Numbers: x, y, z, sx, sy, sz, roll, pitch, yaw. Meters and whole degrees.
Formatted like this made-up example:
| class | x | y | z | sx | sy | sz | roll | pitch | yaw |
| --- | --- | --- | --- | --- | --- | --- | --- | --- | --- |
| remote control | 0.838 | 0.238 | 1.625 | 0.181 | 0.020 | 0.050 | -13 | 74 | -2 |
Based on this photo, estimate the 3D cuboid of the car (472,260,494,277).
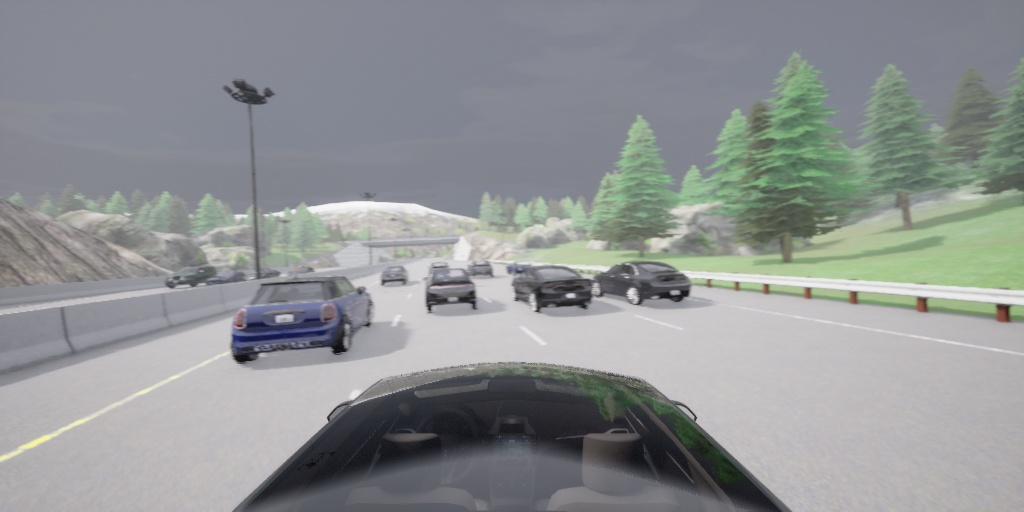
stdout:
| class | x | y | z | sx | sy | sz | roll | pitch | yaw |
| --- | --- | --- | --- | --- | --- | --- | --- | --- | --- |
| car | -2.863 | 1.123 | 32.016 | 2.128 | 1.511 | 4.902 | -3 | 0 | -13 |

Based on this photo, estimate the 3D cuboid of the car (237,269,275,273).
| class | x | y | z | sx | sy | sz | roll | pitch | yaw |
| --- | --- | --- | --- | --- | --- | --- | --- | --- | --- |
| car | -25.600 | 2.087 | 36.992 | 2.128 | 1.511 | 4.902 | -3 | 0 | -12 |

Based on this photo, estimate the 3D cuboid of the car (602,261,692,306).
| class | x | y | z | sx | sy | sz | roll | pitch | yaw |
| --- | --- | --- | --- | --- | --- | --- | --- | --- | --- |
| car | 4.754 | 0.946 | 13.939 | 1.837 | 1.490 | 4.892 | -3 | 0 | -12 |

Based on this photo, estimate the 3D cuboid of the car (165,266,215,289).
| class | x | y | z | sx | sy | sz | roll | pitch | yaw |
| --- | --- | --- | --- | --- | --- | --- | --- | --- | --- |
| car | -32.750 | 2.128 | 36.937 | 2.150 | 2.045 | 5.566 | -3 | 0 | -13 |

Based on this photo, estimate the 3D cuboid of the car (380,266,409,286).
| class | x | y | z | sx | sy | sz | roll | pitch | yaw |
| --- | --- | --- | --- | --- | --- | --- | --- | --- | --- |
| car | -9.218 | 1.488 | 28.407 | 2.033 | 1.411 | 5.357 | -3 | 0 | -13 |

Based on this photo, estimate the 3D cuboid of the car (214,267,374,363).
| class | x | y | z | sx | sy | sz | roll | pitch | yaw |
| --- | --- | --- | --- | --- | --- | --- | --- | --- | --- |
| car | -4.944 | 1.259 | 9.154 | 2.097 | 1.767 | 4.553 | -3 | 0 | -12 |

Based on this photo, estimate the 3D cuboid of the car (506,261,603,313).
| class | x | y | z | sx | sy | sz | roll | pitch | yaw |
| --- | --- | --- | --- | --- | --- | --- | --- | --- | --- |
| car | 1.278 | 1.076 | 13.468 | 1.882 | 1.535 | 5.008 | -3 | 0 | -12 |

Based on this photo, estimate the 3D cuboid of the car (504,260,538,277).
| class | x | y | z | sx | sy | sz | roll | pitch | yaw |
| --- | --- | --- | --- | --- | --- | --- | --- | --- | --- |
| car | 0.736 | 1.074 | 31.973 | 1.895 | 1.301 | 4.718 | -3 | 0 | -13 |

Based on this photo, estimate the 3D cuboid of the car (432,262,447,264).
| class | x | y | z | sx | sy | sz | roll | pitch | yaw |
| --- | --- | --- | --- | --- | --- | --- | --- | --- | --- |
| car | -6.485 | 1.281 | 32.192 | 2.128 | 1.511 | 4.902 | -3 | 0 | -13 |

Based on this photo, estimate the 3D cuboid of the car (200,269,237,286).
| class | x | y | z | sx | sy | sz | roll | pitch | yaw |
| --- | --- | --- | --- | --- | --- | --- | --- | --- | --- |
| car | -29.208 | 2.300 | 37.170 | 2.033 | 1.411 | 5.357 | -3 | 0 | -12 |

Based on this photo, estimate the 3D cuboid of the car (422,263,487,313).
| class | x | y | z | sx | sy | sz | roll | pitch | yaw |
| --- | --- | --- | --- | --- | --- | --- | --- | --- | --- |
| car | -2.521 | 1.250 | 14.453 | 2.128 | 1.511 | 4.902 | -3 | 0 | -12 |
